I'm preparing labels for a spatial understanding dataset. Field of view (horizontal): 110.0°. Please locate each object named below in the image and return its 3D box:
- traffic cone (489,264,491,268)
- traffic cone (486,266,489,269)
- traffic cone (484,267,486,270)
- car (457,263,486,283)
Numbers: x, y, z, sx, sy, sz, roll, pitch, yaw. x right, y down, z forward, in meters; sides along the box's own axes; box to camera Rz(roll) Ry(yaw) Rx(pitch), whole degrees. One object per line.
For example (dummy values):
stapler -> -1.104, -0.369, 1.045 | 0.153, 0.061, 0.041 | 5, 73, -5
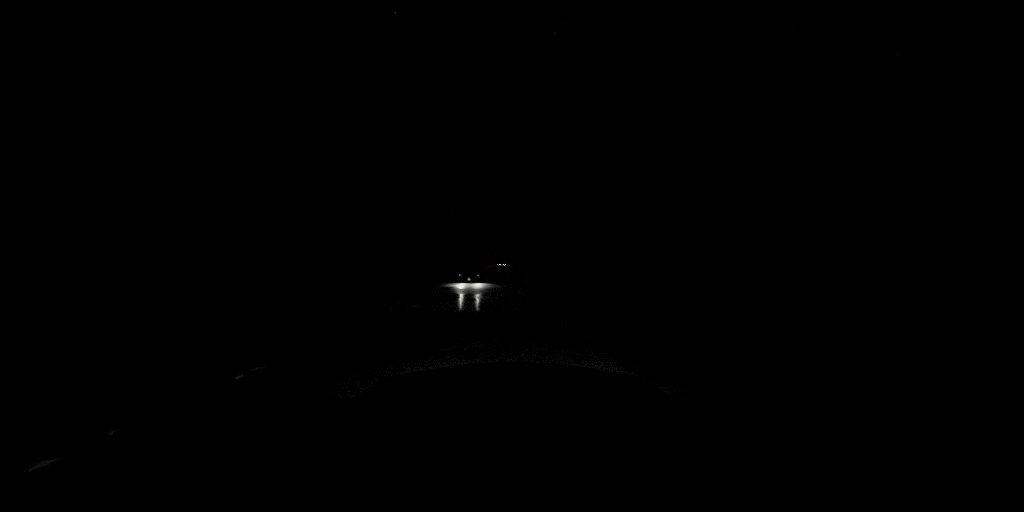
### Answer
traffic cone -> -4.201, 1.856, 60.551 | 0.340, 0.580, 0.340 | 0, 0, 0
traffic cone -> -4.201, 1.829, 55.551 | 0.340, 0.580, 0.340 | 0, 0, 0
traffic cone -> -4.201, 1.802, 50.551 | 0.340, 0.580, 0.340 | 0, 0, 0
car -> -3.097, 1.293, 28.505 | 2.033, 1.411, 5.357 | 0, 0, 0
